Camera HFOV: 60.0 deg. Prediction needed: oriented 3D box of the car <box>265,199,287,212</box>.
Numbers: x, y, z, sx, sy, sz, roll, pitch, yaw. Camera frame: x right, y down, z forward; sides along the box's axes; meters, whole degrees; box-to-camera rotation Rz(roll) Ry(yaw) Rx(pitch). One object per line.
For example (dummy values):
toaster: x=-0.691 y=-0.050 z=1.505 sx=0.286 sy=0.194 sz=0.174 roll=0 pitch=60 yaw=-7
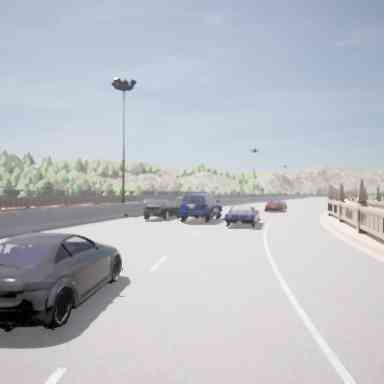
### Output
car: x=9.755 y=1.545 z=38.530 sx=1.994 sy=1.385 sz=4.181 roll=0 pitch=0 yaw=24

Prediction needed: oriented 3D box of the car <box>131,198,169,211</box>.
car: x=-4.966 y=1.480 z=40.296 sx=2.033 sy=1.411 sz=5.357 roll=0 pitch=0 yaw=24

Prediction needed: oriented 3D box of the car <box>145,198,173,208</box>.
car: x=-4.828 y=1.545 z=49.170 sx=1.895 sy=1.301 sz=4.718 roll=0 pitch=0 yaw=25

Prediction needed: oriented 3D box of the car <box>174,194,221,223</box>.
car: x=0.765 y=1.169 z=25.501 sx=2.150 sy=2.045 sz=5.566 roll=0 pitch=0 yaw=17

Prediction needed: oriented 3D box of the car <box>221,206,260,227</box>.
car: x=3.503 y=1.560 z=22.484 sx=1.895 sy=1.301 sz=4.718 roll=0 pitch=0 yaw=16

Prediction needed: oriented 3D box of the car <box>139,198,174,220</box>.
car: x=-2.330 y=1.441 z=27.166 sx=1.837 sy=1.490 sz=4.892 roll=0 pitch=0 yaw=17

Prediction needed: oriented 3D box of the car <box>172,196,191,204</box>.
car: x=-1.894 y=1.514 z=64.056 sx=1.812 sy=1.442 sz=4.674 roll=0 pitch=0 yaw=24

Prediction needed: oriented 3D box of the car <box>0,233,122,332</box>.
car: x=-2.917 y=1.529 z=6.930 sx=1.994 sy=1.385 sz=4.181 roll=0 pitch=0 yaw=5
